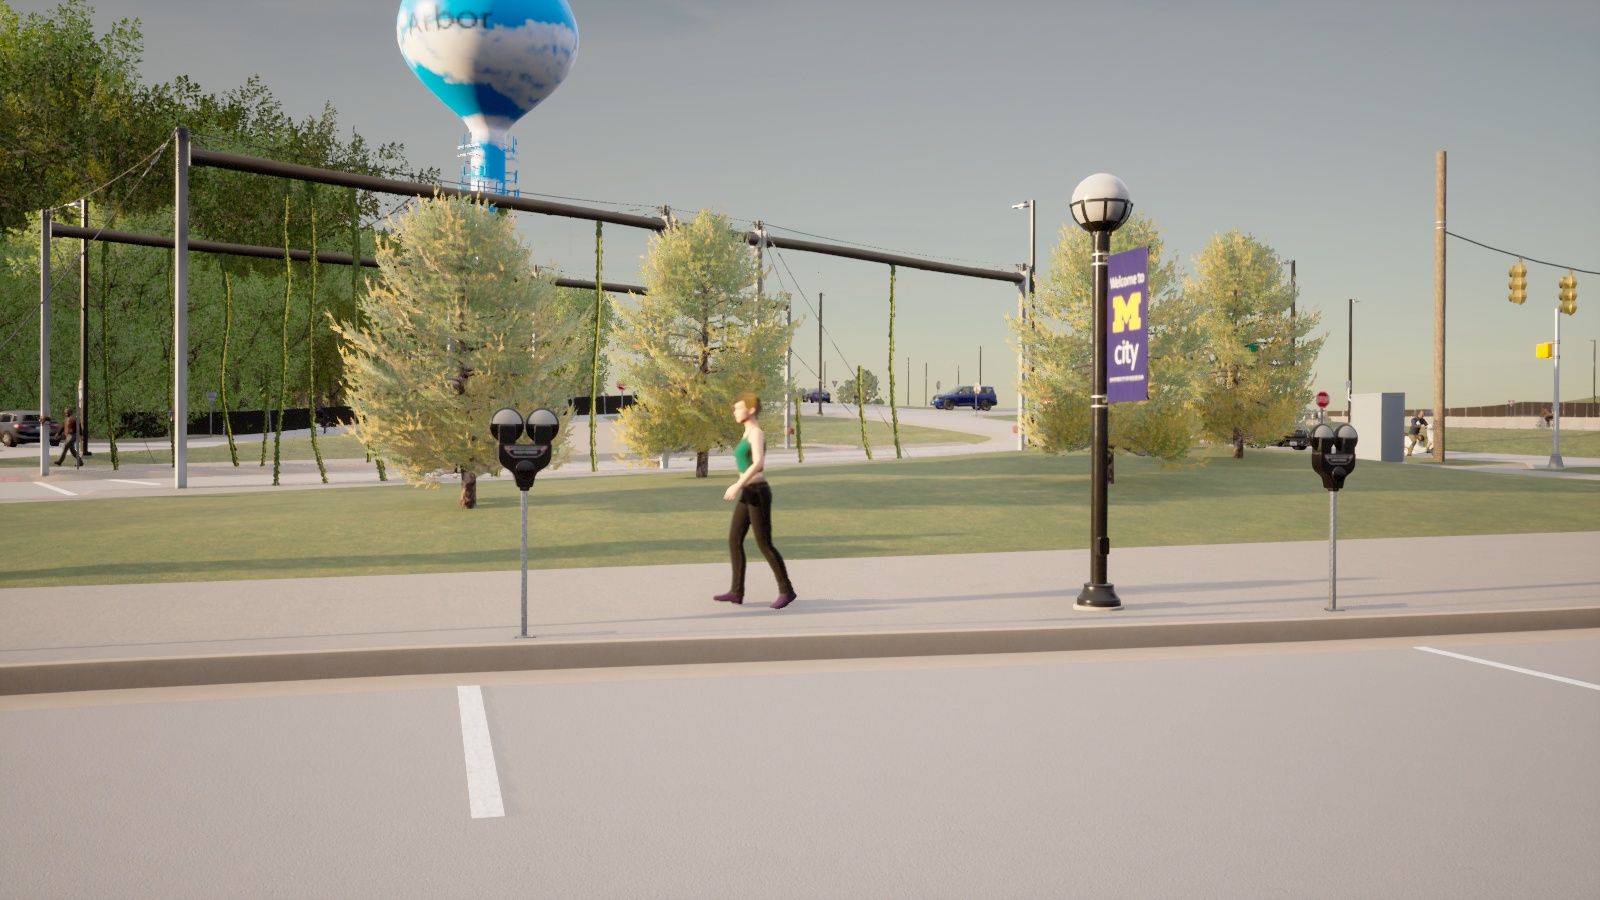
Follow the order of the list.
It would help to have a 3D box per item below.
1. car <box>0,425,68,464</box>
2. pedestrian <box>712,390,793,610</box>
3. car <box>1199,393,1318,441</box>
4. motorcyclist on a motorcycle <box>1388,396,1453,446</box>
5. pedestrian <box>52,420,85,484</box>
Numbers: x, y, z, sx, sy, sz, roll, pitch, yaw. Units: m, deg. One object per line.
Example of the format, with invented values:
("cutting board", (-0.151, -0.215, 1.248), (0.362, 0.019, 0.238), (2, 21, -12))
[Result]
("car", (-36.470, -0.290, 58.328), (4.611, 1.667, 2.242), (1, 3, 31))
("pedestrian", (-0.412, 0.417, 10.756), (0.594, 1.836, 0.345), (-1, 0, -18))
("car", (17.806, -1.287, 49.000), (2.097, 1.767, 4.553), (-1, 2, -15))
("motorcyclist on a motorcycle", (20.241, -0.942, 40.988), (0.866, 1.590, 1.817), (-1, 2, -19))
("pedestrian", (-21.686, 0.060, 37.226), (0.376, 1.854, 0.720), (-1, 0, 23))
